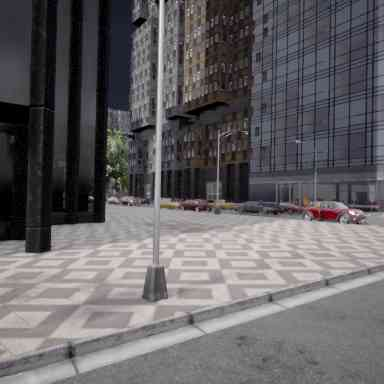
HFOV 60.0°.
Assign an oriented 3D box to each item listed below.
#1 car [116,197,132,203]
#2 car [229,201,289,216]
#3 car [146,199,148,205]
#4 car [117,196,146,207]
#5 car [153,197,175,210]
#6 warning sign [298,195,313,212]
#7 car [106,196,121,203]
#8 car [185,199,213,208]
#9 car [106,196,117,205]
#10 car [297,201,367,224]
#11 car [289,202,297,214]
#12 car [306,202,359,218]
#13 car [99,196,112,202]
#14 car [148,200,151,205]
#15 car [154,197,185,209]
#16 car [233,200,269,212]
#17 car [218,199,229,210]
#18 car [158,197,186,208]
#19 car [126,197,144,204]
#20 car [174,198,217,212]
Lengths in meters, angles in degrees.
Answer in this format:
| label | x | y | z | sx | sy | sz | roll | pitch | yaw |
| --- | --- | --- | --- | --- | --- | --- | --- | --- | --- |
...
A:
| label | x | y | z | sx | sy | sz | roll | pitch | yaw |
| --- | --- | --- | --- | --- | --- | --- | --- | --- | --- |
| car | -14.961 | 1.743 | 72.824 | 1.947 | 1.339 | 4.313 | 2 | -1 | -35 |
| car | 6.466 | 1.556 | 32.631 | 2.033 | 1.411 | 5.357 | 2 | -1 | -35 |
| car | -9.300 | 1.706 | 60.111 | 1.895 | 1.301 | 4.718 | 2 | -1 | -35 |
| car | -9.174 | 1.391 | 50.011 | 1.967 | 1.590 | 4.097 | 2 | -1 | -35 |
| car | -2.711 | 1.471 | 40.930 | 1.752 | 1.417 | 4.829 | 2 | -1 | -35 |
| warning sign | 12.857 | 1.340 | 37.752 | 1.300 | 1.860 | 1.060 | 2 | -1 | -35 |
| car | -18.241 | 1.702 | 77.433 | 1.752 | 1.417 | 4.829 | 2 | -1 | -35 |
| car | 0.952 | 1.725 | 50.476 | 2.008 | 1.369 | 4.403 | 2 | -1 | -35 |
| car | -12.361 | 1.534 | 54.479 | 1.802 | 1.307 | 4.206 | 2 | -1 | -35 |
| car | 9.906 | 1.372 | 23.215 | 1.967 | 1.590 | 4.097 | 2 | -1 | -36 |
| car | 10.499 | 1.746 | 37.068 | 1.802 | 1.307 | 4.206 | 2 | -1 | -35 |
| car | 13.682 | 1.727 | 32.598 | 1.947 | 1.339 | 4.313 | 2 | -1 | -35 |
| car | -21.326 | 1.758 | 81.763 | 1.802 | 1.307 | 4.206 | 2 | -1 | -35 |
| car | -5.413 | 1.728 | 59.416 | 2.008 | 1.369 | 4.403 | 2 | -1 | -35 |
| car | -3.156 | 1.497 | 46.187 | 1.882 | 1.535 | 5.008 | 2 | -1 | -35 |
| car | 7.317 | 1.733 | 41.537 | 1.947 | 1.339 | 4.313 | 2 | -1 | -35 |
| car | 4.037 | 1.696 | 46.146 | 1.752 | 1.417 | 4.829 | 2 | -1 | -35 |
| car | -3.212 | 1.595 | 51.639 | 2.128 | 1.511 | 4.902 | 2 | -1 | -35 |
| car | -11.778 | 1.743 | 68.355 | 1.947 | 1.339 | 4.313 | 2 | -1 | -35 |
| car | 0.373 | 1.487 | 36.598 | 1.887 | 1.381 | 4.507 | 2 | -1 | -35 |
